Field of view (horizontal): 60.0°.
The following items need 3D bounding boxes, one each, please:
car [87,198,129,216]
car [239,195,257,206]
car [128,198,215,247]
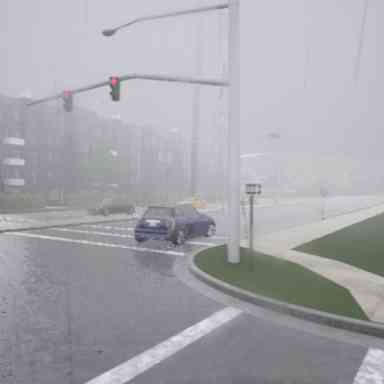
[{"bbox_3d":[-7.734,1.334,31.870,2.097,1.767,4.553,0,0,35],"label":"car"},{"bbox_3d":[9.030,1.333,55.693,2.097,1.767,4.553,0,0,36],"label":"car"},{"bbox_3d":[-0.614,1.345,15.475,2.097,1.767,4.553,0,0,27],"label":"car"}]
